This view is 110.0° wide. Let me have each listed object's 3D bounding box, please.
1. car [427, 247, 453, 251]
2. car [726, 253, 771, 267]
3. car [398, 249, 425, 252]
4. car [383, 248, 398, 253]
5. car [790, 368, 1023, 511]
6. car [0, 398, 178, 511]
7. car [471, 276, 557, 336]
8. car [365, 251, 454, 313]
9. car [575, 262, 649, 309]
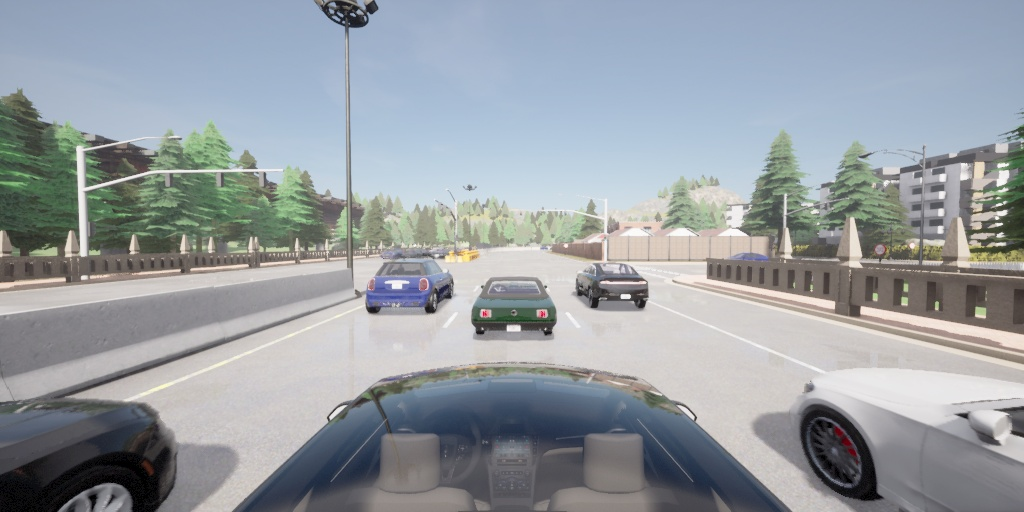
[{"bbox_3d":[-10.638,-0.216,53.048,2.128,1.511,4.902,0,2,0],"label":"car"},{"bbox_3d":[21.856,0.409,33.697,4.674,1.442,1.812,0,2,2],"label":"car"},{"bbox_3d":[-14.149,-0.137,50.858,1.837,1.490,4.892,0,2,0],"label":"car"},{"bbox_3d":[-17.635,-0.352,52.947,2.097,1.767,4.553,0,2,0],"label":"car"},{"bbox_3d":[3.594,1.276,1.479,1.812,1.442,4.674,0,0,0],"label":"car"},{"bbox_3d":[-3.407,1.256,0.628,1.837,1.490,4.892,0,0,0],"label":"car"},{"bbox_3d":[0.057,1.199,9.927,1.895,1.301,4.718,0,2,0],"label":"car"},{"bbox_3d":[-3.432,0.863,12.862,2.097,1.767,4.553,0,2,0],"label":"car"},{"bbox_3d":[3.604,0.986,13.592,2.128,1.511,4.902,0,2,1],"label":"car"}]
